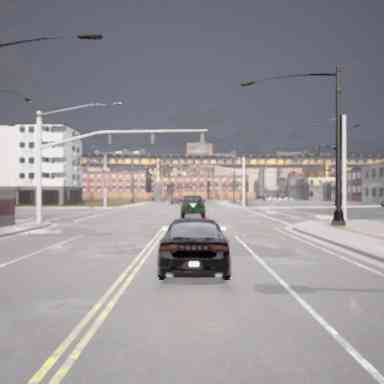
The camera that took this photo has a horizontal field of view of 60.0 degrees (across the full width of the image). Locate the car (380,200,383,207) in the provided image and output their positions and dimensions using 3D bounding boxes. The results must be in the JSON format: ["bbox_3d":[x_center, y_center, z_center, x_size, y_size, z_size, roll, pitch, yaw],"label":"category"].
[{"bbox_3d":[27.491,1.265,43.952,4.553,1.767,2.097,-1,0,1],"label":"car"}]

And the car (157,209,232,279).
[{"bbox_3d":[0.066,1.521,10.182,1.882,1.535,5.008,0,0,0],"label":"car"}]

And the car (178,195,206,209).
[{"bbox_3d":[0.094,1.325,31.487,2.150,2.045,5.566,0,0,0],"label":"car"}]

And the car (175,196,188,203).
[{"bbox_3d":[-2.651,1.841,84.852,1.882,1.535,5.008,0,0,15],"label":"car"}]

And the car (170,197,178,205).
[{"bbox_3d":[-3.486,1.794,68.841,1.837,1.490,4.892,0,0,0],"label":"car"}]
